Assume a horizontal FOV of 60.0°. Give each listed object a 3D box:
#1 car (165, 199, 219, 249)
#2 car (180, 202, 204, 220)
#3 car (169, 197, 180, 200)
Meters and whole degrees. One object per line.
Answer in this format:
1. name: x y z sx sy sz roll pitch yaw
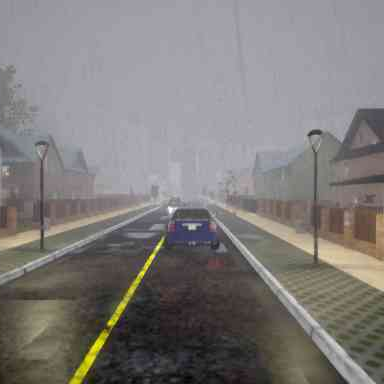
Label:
1. car: 0.000 1.367 14.621 2.097 1.767 4.553 0 0 0
2. car: 0.000 1.621 29.681 1.895 1.301 4.718 0 0 0
3. car: -2.750 1.536 53.652 2.128 1.511 4.902 0 0 0
